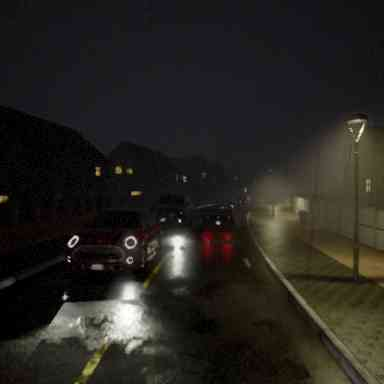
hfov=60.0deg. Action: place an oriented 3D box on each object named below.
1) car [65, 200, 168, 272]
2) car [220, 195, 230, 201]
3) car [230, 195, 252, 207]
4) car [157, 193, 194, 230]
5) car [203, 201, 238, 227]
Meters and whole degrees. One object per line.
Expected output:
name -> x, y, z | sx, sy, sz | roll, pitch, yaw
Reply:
car -> -2.263, 1.325, 10.767 | 2.097, 1.767, 4.553 | 0, 0, 5
car -> 5.538, 1.158, 49.398 | 2.033, 1.411, 5.357 | 0, 1, 19
car -> 6.685, 1.227, 43.262 | 2.033, 1.411, 5.357 | 0, 1, 16
car -> -1.189, 1.127, 21.054 | 2.150, 2.045, 5.566 | 0, 1, 8
car -> 1.881, 1.506, 21.854 | 1.895, 1.301, 4.718 | 0, 1, 8
